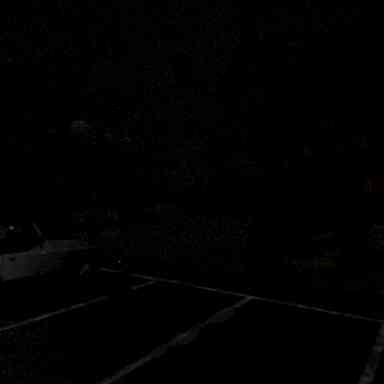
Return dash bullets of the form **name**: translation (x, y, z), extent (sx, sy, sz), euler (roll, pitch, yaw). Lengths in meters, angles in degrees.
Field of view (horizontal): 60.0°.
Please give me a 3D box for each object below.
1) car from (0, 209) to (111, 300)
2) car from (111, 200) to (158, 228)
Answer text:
- **car**: translation (-4.046, 1.391, 7.461), extent (1.905, 1.878, 3.866), euler (-1, 0, 36)
- **car**: translation (-4.553, 1.493, 24.171), extent (1.932, 1.855, 4.605), euler (-1, 0, 36)
